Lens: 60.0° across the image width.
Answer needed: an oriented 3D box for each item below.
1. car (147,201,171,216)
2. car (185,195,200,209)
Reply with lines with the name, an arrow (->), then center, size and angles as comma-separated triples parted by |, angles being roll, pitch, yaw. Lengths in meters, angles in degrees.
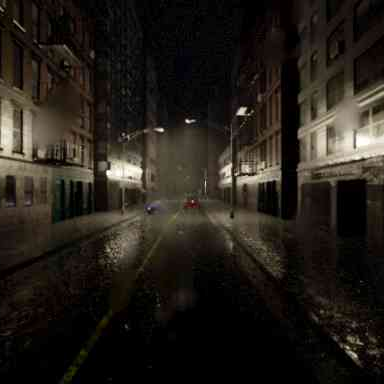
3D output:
car -> -3.119, 1.559, 31.895 | 1.895, 1.301, 4.718 | 0, 0, 0
car -> 0.070, 1.294, 45.553 | 2.097, 1.767, 4.553 | 0, 0, 0
